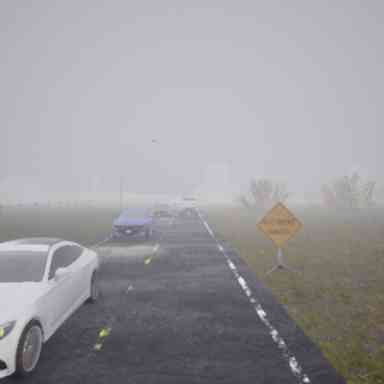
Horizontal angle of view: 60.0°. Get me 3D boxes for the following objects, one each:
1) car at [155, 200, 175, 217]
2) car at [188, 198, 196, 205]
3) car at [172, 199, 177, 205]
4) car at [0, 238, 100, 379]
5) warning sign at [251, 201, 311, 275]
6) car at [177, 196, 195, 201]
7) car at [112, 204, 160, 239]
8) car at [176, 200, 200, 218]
[{"bbox_3d":[-3.206,1.841,34.731,2.033,1.411,5.357,0,-1,-1],"label":"car"},{"bbox_3d":[-0.096,2.222,79.128,1.801,1.575,5.366,0,-1,-1],"label":"car"},{"bbox_3d":[-3.707,2.184,71.663,1.812,1.442,4.674,0,-1,-1],"label":"car"},{"bbox_3d":[-2.910,1.586,5.703,1.812,1.442,4.674,0,0,-1],"label":"car"},{"bbox_3d":[2.352,1.174,8.964,1.300,1.860,1.060,0,0,-1],"label":"warning sign"},{"bbox_3d":[-0.486,1.590,44.307,2.150,2.045,5.566,0,0,-1],"label":"car"},{"bbox_3d":[-3.073,1.640,18.496,1.882,1.535,5.008,0,0,-1],"label":"car"},{"bbox_3d":[-0.328,1.792,33.244,1.812,1.442,4.674,0,0,-1],"label":"car"}]
